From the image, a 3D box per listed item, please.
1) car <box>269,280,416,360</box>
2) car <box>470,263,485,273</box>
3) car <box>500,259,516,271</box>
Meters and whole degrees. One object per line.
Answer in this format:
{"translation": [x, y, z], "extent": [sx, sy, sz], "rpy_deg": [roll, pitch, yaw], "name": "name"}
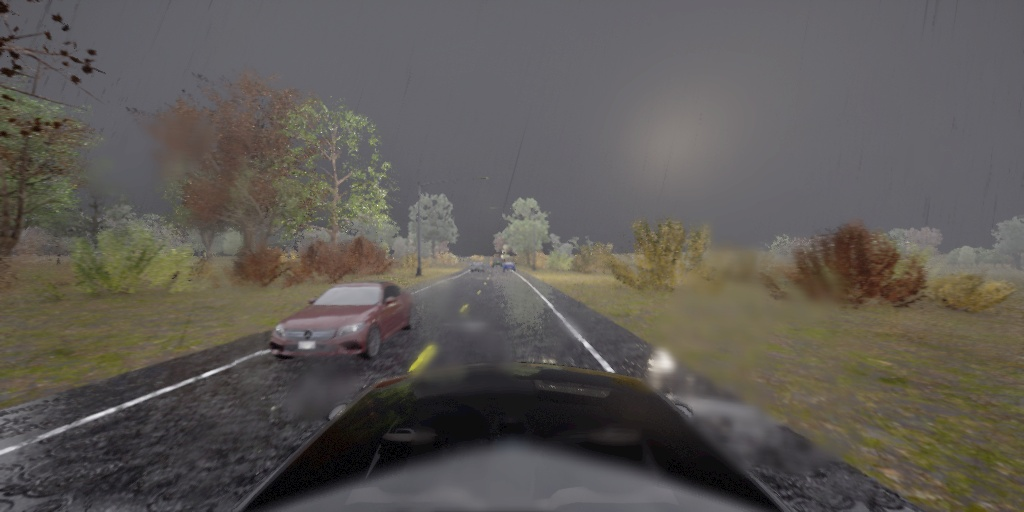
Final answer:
{"translation": [-3.639, 1.338, 8.668], "extent": [1.812, 1.442, 4.674], "rpy_deg": [0, 0, 0], "name": "car"}
{"translation": [-4.956, 1.692, 51.630], "extent": [1.994, 1.385, 4.181], "rpy_deg": [0, 0, -3], "name": "car"}
{"translation": [-0.487, 1.639, 57.545], "extent": [1.882, 1.535, 5.008], "rpy_deg": [0, 0, -3], "name": "car"}
